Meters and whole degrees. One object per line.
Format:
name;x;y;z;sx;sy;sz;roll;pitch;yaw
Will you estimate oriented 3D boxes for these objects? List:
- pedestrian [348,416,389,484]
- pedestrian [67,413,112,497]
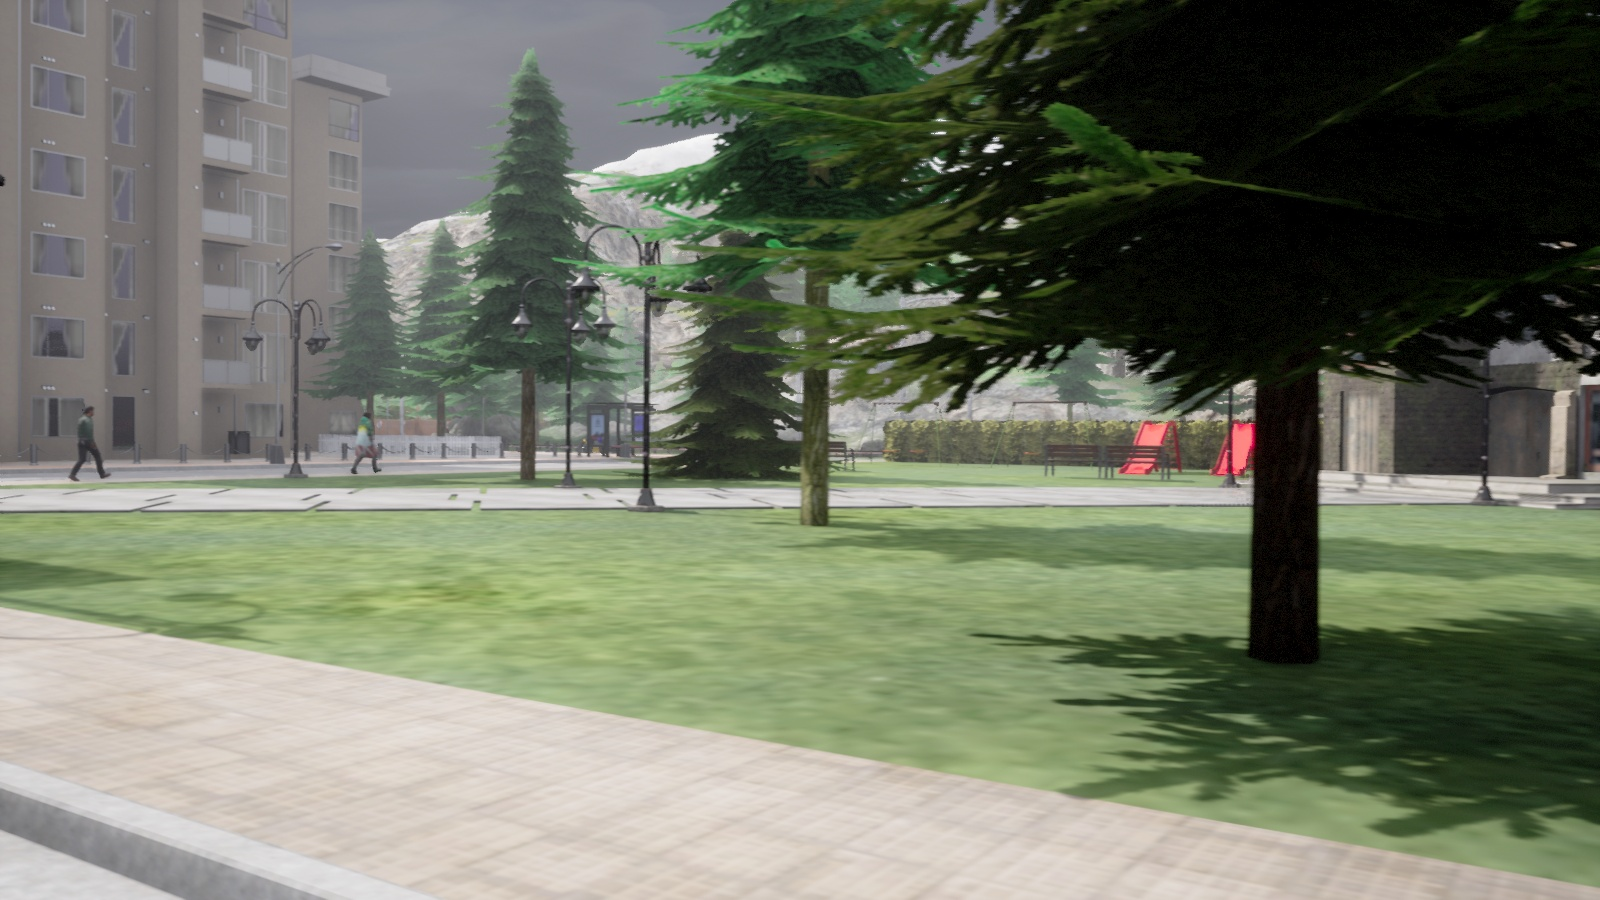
pedestrian;-12.545;-0.010;36.498;0.659;1.952;0.873;0;1;33
pedestrian;-16.812;0.114;29.733;0.423;1.949;0.788;0;1;33
